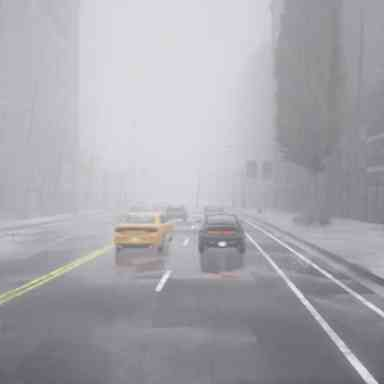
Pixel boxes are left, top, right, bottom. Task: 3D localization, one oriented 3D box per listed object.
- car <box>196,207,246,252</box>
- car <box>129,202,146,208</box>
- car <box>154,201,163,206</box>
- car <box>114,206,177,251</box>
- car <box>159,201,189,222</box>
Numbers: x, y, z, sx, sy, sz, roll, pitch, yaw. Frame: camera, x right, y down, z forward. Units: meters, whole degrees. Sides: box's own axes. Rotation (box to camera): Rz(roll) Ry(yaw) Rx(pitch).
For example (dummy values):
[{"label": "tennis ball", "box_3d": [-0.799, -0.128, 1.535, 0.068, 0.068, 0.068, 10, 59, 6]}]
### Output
[{"label": "car", "box_3d": [1.240, 1.648, 14.501, 1.837, 1.490, 4.892, 0, 0, 3]}, {"label": "car", "box_3d": [-7.568, 2.085, 47.160, 2.033, 1.411, 5.357, 0, -1, 0]}, {"label": "car", "box_3d": [-4.324, 2.046, 46.784, 1.812, 1.442, 4.674, 0, -1, 0]}, {"label": "car", "box_3d": [-1.993, 1.638, 14.885, 1.882, 1.535, 5.008, 0, 0, 3]}, {"label": "car", "box_3d": [-1.353, 1.809, 29.735, 2.128, 1.511, 4.902, 0, -1, 2]}]
